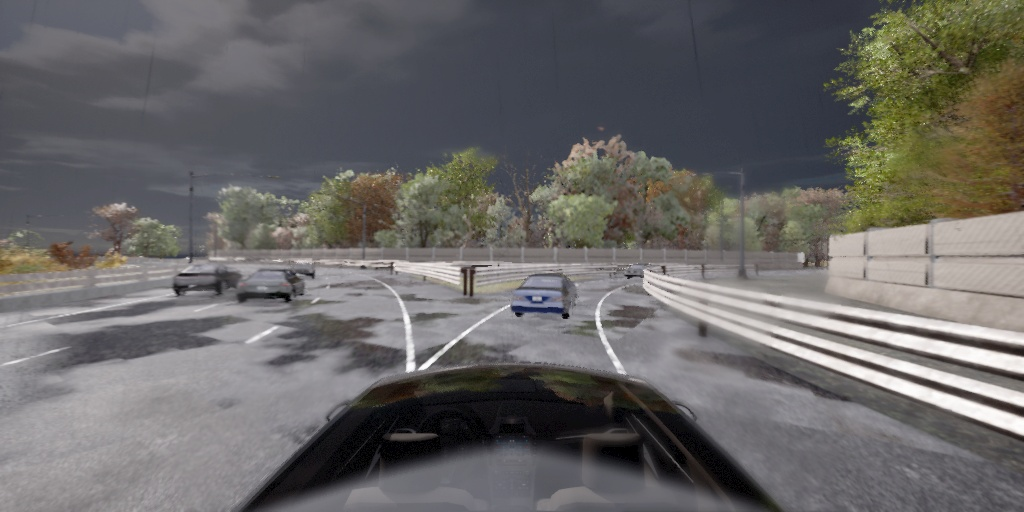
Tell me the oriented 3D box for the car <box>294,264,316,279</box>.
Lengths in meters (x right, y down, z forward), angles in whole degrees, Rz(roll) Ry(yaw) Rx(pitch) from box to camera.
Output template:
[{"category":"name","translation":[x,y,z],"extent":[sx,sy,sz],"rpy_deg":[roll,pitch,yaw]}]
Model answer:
[{"category":"car","translation":[-18.320,1.309,31.425],"extent":[1.895,1.301,4.718],"rpy_deg":[0,0,-30]}]

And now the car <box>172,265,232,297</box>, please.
[{"category":"car","translation":[-15.533,1.185,18.586],"extent":[2.128,1.511,4.902],"rpy_deg":[0,0,-23]}]

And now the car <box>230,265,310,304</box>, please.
[{"category":"car","translation":[-10.822,1.283,16.393],"extent":[1.994,1.385,4.181],"rpy_deg":[0,0,-21]}]

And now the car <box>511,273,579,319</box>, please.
[{"category":"car","translation":[1.365,1.334,13.177],"extent":[2.033,1.411,5.357],"rpy_deg":[0,0,14]}]

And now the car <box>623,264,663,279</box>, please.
[{"category":"car","translation":[12.284,1.451,33.136],"extent":[5.357,1.411,2.033],"rpy_deg":[0,0,-45]}]
